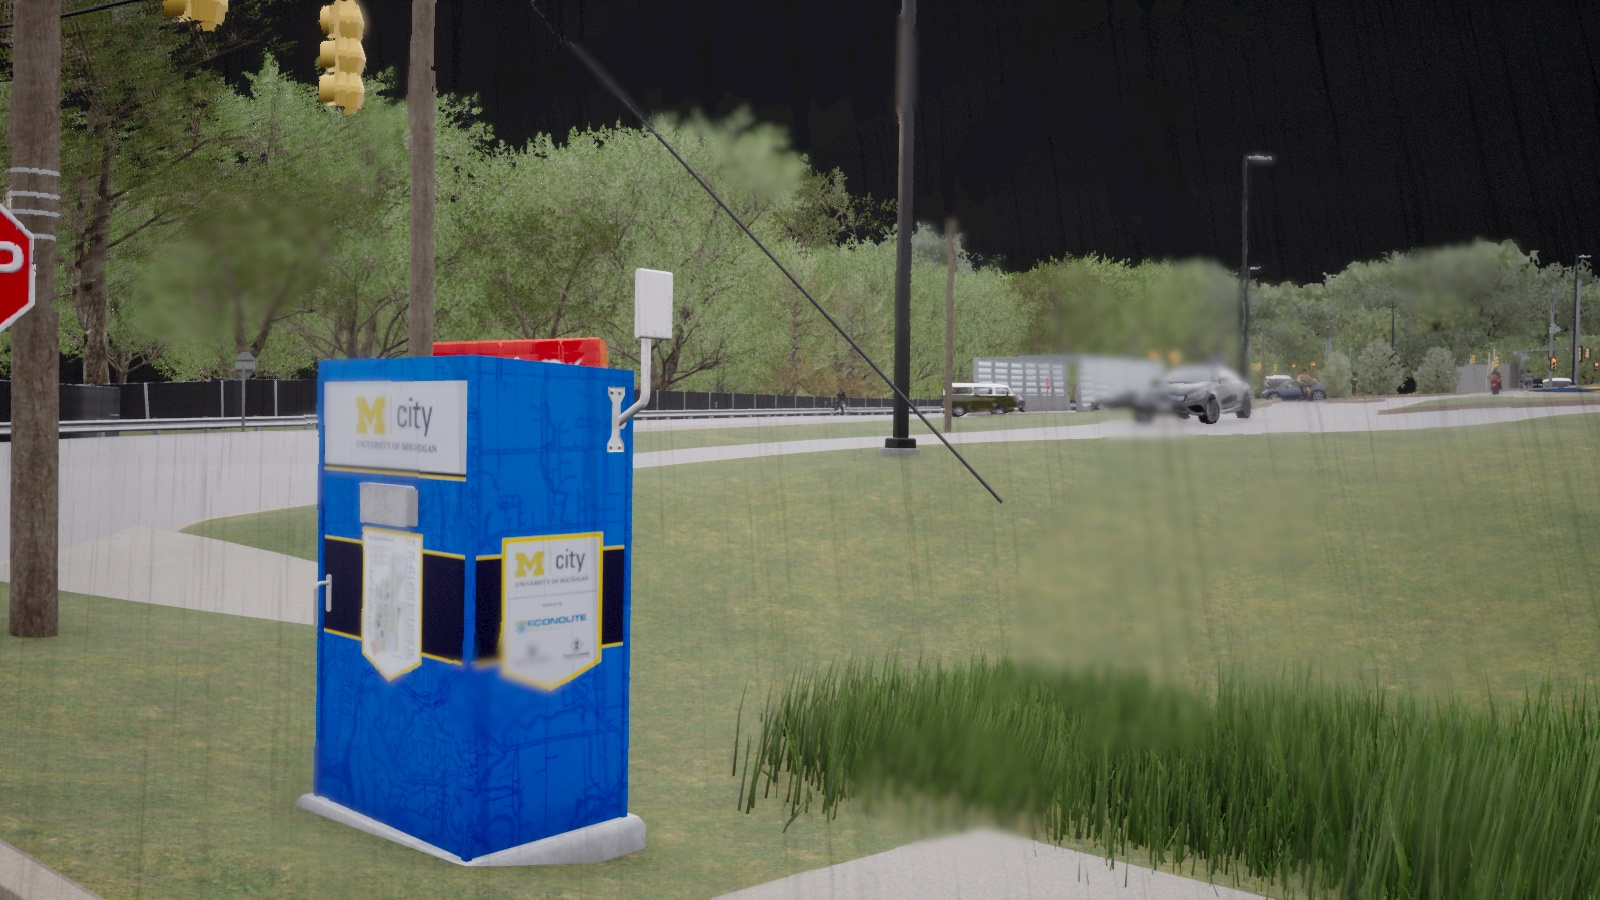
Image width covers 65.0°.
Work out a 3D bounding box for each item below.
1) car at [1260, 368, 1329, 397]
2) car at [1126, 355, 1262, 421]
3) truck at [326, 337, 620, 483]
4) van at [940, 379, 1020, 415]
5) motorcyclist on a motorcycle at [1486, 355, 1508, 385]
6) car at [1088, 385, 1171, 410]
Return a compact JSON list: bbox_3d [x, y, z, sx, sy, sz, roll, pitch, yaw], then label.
[{"bbox_3d":[30.327,-4.107,77.146,3.806,1.475,1.970,-3,1,18],"label":"car"},{"bbox_3d":[10.033,-1.599,31.771,1.812,1.442,4.674,-1,3,37],"label":"car"},{"bbox_3d":[-6.408,-0.795,25.299,5.204,2.467,2.627,-4,1,-4],"label":"truck"},{"bbox_3d":[10.724,-3.178,75.115,4.480,2.038,2.069,-1,2,2],"label":"van"},{"bbox_3d":[39.074,-4.486,70.416,0.797,1.523,2.044,-2,4,35],"label":"motorcyclist on a motorcycle"},{"bbox_3d":[21.236,-3.380,81.056,4.892,1.490,1.837,0,1,26],"label":"car"}]
